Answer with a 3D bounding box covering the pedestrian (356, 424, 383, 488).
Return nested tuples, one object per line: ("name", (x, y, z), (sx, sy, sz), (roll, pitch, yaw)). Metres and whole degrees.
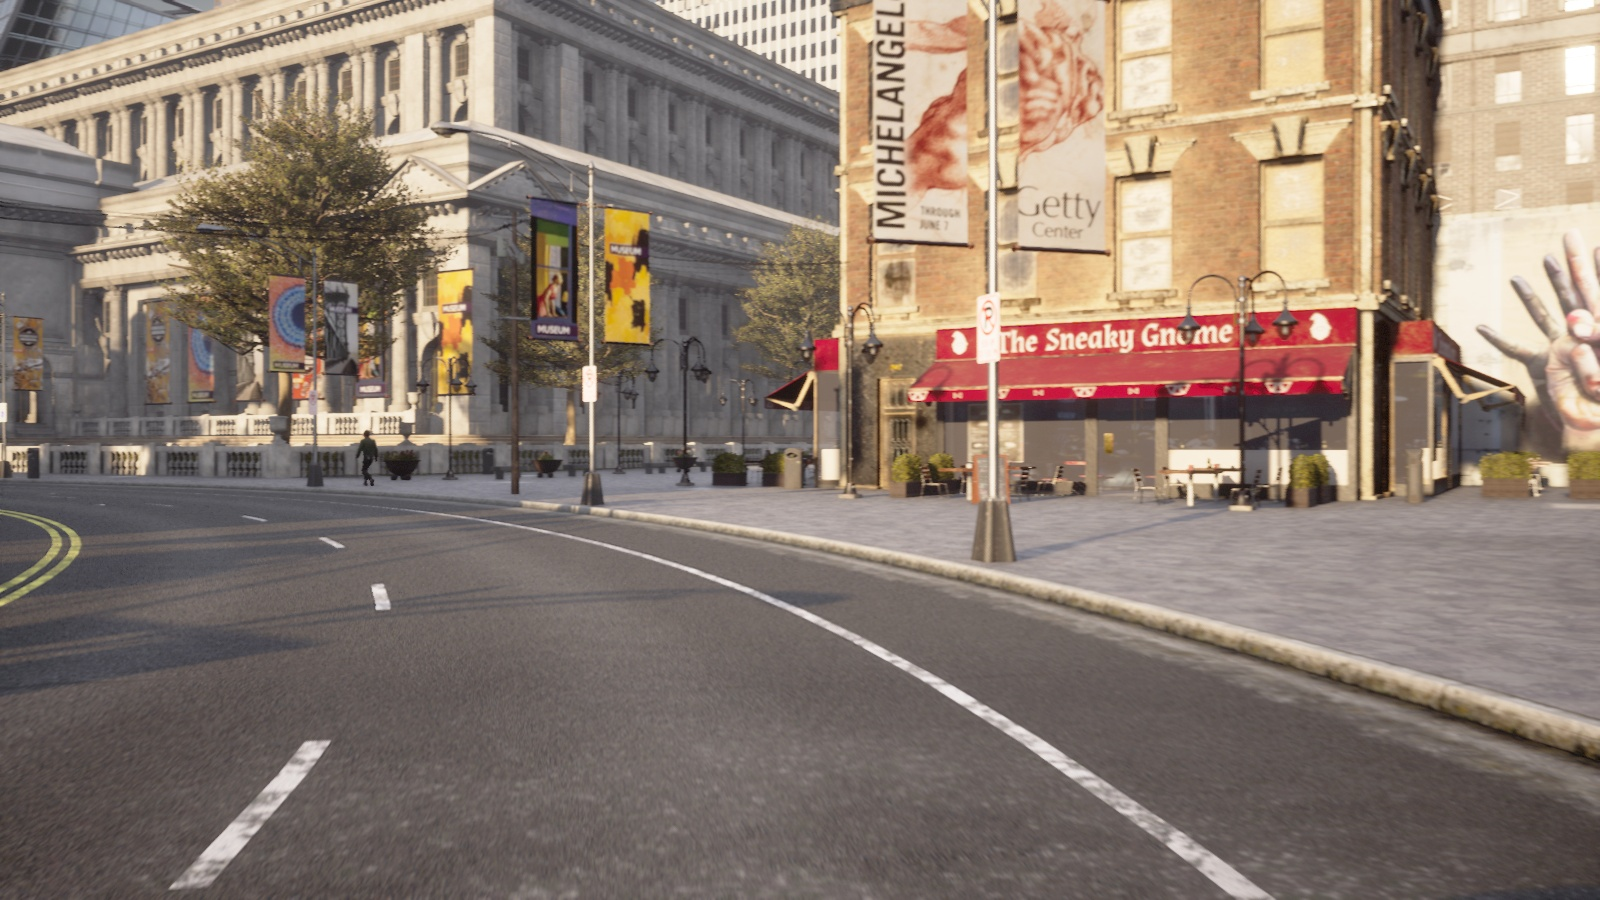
("pedestrian", (-13.372, 0.188, 39.007), (0.788, 1.949, 0.423), (0, 0, 40))
